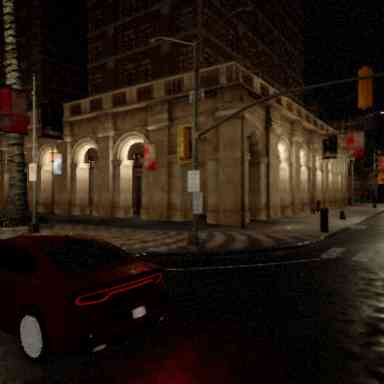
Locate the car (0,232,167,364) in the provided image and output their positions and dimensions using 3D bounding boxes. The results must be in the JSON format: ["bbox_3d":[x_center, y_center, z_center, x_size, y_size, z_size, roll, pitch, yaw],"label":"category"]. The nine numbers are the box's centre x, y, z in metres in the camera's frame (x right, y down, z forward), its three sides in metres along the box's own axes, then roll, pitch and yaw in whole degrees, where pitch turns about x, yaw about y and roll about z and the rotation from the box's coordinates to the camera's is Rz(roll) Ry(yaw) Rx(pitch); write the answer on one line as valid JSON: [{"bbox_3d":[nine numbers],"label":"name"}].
[{"bbox_3d":[-2.727,1.470,5.935,5.008,1.535,1.882,0,0,35],"label":"car"}]
